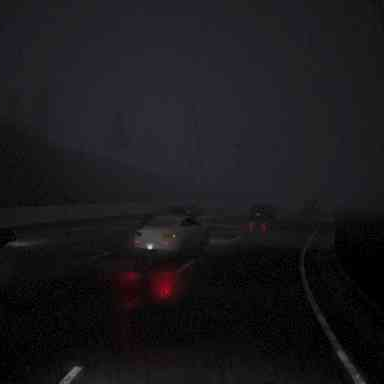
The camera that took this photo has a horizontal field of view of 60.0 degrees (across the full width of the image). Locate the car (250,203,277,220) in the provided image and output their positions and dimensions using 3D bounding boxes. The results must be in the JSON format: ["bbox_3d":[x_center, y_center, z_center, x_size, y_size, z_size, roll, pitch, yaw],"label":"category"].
[{"bbox_3d":[6.865,1.807,31.832,2.128,1.511,4.902,0,-1,23],"label":"car"}]

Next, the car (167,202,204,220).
[{"bbox_3d":[-0.525,1.790,32.425,1.812,1.442,4.674,0,-1,23],"label":"car"}]

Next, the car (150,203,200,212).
[{"bbox_3d":[-1.329,1.646,21.467,1.882,1.535,5.008,0,-1,22],"label":"car"}]

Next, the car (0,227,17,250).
[{"bbox_3d":[-8.842,1.578,11.676,2.033,1.411,5.357,0,0,15],"label":"car"}]

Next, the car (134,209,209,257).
[{"bbox_3d":[-0.688,1.632,13.397,1.812,1.442,4.674,0,-1,18],"label":"car"}]

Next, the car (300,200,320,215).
[{"bbox_3d":[14.409,1.795,40.450,2.097,1.767,4.553,0,-1,23],"label":"car"}]
